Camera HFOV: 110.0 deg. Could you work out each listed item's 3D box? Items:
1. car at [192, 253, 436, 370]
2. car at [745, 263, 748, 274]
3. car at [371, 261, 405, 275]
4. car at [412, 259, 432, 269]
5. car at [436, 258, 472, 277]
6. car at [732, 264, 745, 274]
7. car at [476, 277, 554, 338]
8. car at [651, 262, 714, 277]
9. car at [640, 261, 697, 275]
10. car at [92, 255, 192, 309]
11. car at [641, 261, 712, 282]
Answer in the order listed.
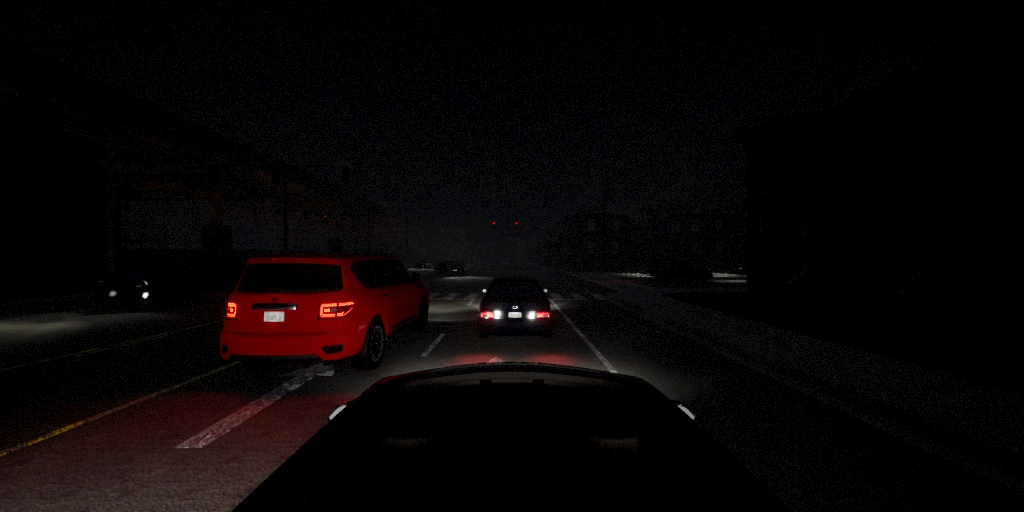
[{"bbox_3d":[-3.427,0.971,7.877,2.150,2.045,5.566,0,0,0],"label":"car"},{"bbox_3d":[26.548,1.351,35.889,4.718,1.301,1.895,0,0,0],"label":"car"},{"bbox_3d":[-14.106,1.297,41.174,2.033,1.411,5.357,0,0,0],"label":"car"},{"bbox_3d":[-14.095,1.253,56.497,1.837,1.490,4.892,0,0,0],"label":"car"},{"bbox_3d":[-6.239,1.255,36.100,1.837,1.490,4.892,-2,1,-36],"label":"car"},{"bbox_3d":[26.825,1.255,39.386,4.892,1.490,1.837,0,0,0],"label":"car"},{"bbox_3d":[0.081,1.297,10.130,2.033,1.411,5.357,0,0,0],"label":"car"},{"bbox_3d":[16.992,1.297,35.895,5.357,1.411,2.033,0,0,0],"label":"car"},{"bbox_3d":[17.097,1.297,39.380,5.357,1.411,2.033,0,0,2],"label":"car"},{"bbox_3d":[-14.102,0.971,15.426,2.150,2.045,5.566,0,0,0],"label":"car"},{"bbox_3d":[13.399,1.241,28.777,4.902,1.511,2.128,0,0,1],"label":"car"}]
